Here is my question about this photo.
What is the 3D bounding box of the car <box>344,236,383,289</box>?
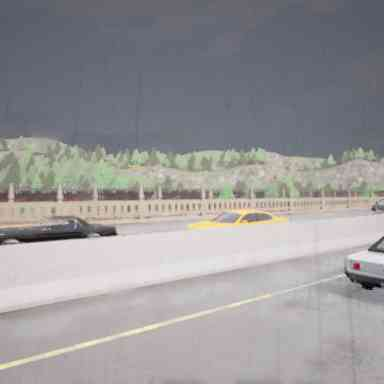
[{"bbox_3d":[5.708,1.615,7.954,4.718,1.301,1.895,0,0,-37],"label":"car"}]

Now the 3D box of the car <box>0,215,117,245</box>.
[{"bbox_3d":[-5.486,1.611,13.012,4.718,1.301,1.895,0,0,-36],"label":"car"}]

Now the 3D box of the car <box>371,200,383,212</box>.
[{"bbox_3d":[22.471,1.590,38.285,4.674,1.442,1.812,0,0,-37],"label":"car"}]

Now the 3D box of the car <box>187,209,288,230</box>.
[{"bbox_3d":[2.022,1.496,14.171,5.008,1.535,1.882,0,0,-37],"label":"car"}]
